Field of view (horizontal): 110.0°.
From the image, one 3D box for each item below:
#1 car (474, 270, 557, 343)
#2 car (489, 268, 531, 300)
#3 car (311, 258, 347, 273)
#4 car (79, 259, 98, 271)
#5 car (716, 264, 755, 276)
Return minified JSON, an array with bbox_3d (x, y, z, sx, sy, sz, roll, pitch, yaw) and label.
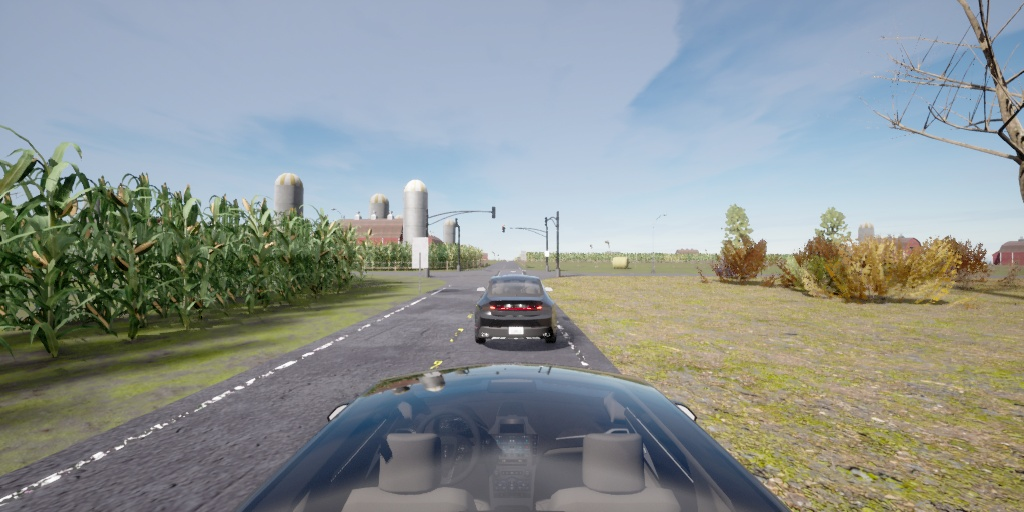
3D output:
[{"bbox_3d":[0.078,1.259,9.649,1.837,1.490,4.892,0,0,0],"label":"car"},{"bbox_3d":[0.030,1.360,18.801,1.895,1.301,4.718,0,0,4],"label":"car"},{"bbox_3d":[-19.787,0.931,37.635,4.553,1.767,2.097,0,-1,-3],"label":"car"},{"bbox_3d":[-41.259,0.957,36.445,5.357,1.411,2.033,1,-1,-3],"label":"car"},{"bbox_3d":[25.468,1.541,40.633,4.181,1.385,1.994,0,-1,-4],"label":"car"}]
